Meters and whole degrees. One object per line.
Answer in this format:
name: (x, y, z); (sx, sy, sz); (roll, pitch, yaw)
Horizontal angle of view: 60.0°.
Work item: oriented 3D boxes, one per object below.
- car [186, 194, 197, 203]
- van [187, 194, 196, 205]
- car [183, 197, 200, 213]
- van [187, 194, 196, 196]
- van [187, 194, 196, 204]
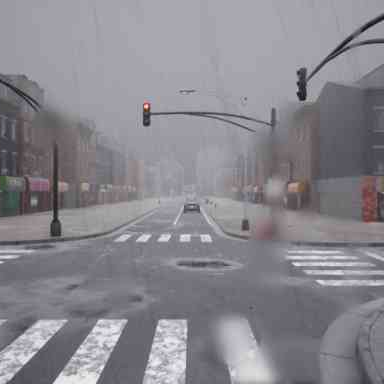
car: (-0.140, 1.326, 70.353); (2.192, 1.841, 5.009); (0, 0, 0)
van: (-0.099, 1.344, 59.142); (1.690, 1.788, 3.998); (0, 0, 0)
car: (-0.016, 1.563, 36.720); (1.947, 1.339, 4.313); (0, 0, 0)
van: (-0.079, 1.341, 53.537); (1.690, 1.788, 3.998); (0, 0, 0)
van: (-0.119, 1.348, 64.748); (1.690, 1.788, 3.998); (0, 0, 0)
